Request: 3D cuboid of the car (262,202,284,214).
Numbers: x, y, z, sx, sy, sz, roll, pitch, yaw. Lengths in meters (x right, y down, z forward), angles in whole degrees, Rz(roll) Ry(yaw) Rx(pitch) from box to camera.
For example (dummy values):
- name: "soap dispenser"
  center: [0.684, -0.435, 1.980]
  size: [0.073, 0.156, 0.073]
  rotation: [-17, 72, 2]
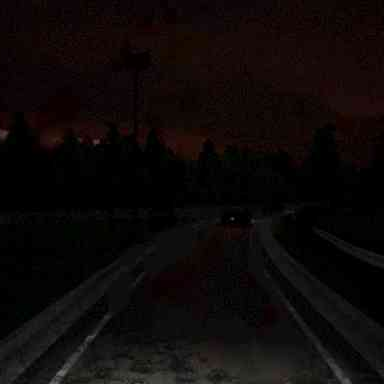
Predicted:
- name: "car"
  center: [10.338, 1.956, 42.219]
  size: [2.128, 1.511, 4.902]
  rotation: [0, -1, 29]

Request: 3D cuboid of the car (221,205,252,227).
- name: "car"
  center: [3.507, 1.750, 25.708]
  size: [1.882, 1.535, 5.008]
  rotation: [0, -1, 15]
